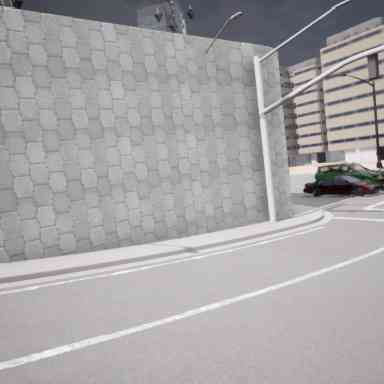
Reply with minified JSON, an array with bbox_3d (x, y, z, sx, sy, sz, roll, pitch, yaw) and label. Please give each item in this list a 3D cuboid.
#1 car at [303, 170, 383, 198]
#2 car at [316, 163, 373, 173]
[{"bbox_3d":[10.473,-0.425,23.379,2.033,1.411,5.357,-10,6,-35],"label":"car"},{"bbox_3d":[12.483,-1.265,26.454,2.150,2.045,5.566,-10,6,-35],"label":"car"}]
